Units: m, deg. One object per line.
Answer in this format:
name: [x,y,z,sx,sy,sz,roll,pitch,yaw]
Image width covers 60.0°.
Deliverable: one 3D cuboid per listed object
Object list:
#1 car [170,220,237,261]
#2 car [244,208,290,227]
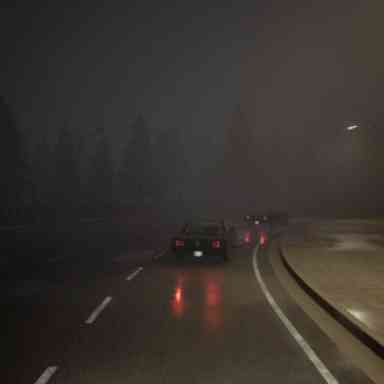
car: [0.671,1.725,12.937,1.895,1.301,4.718,0,-1,12]
car: [5.726,1.840,24.788,1.895,1.301,4.718,0,-1,34]
